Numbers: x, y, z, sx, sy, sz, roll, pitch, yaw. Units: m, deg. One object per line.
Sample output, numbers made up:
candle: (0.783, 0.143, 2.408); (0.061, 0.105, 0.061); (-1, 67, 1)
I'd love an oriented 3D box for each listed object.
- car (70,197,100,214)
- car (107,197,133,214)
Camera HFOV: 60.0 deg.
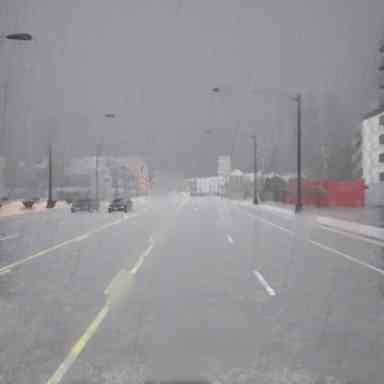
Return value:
car: (-10.591, 1.324, 33.343); (1.837, 1.490, 4.892); (0, 0, 0)
car: (-7.091, 1.325, 33.347); (1.837, 1.490, 4.892); (0, 0, 0)
